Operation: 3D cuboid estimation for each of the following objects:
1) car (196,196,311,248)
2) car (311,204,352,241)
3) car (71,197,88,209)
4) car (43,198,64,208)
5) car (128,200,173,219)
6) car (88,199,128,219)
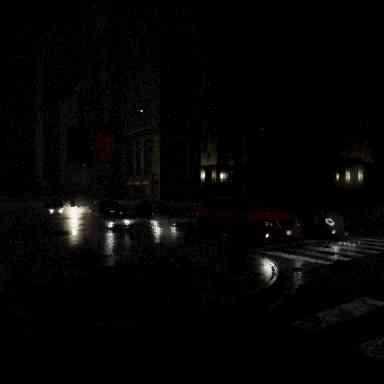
[{"bbox_3d":[2.327,1.220,15.273,2.150,2.045,5.566,0,0,-31],"label":"car"},{"bbox_3d":[5.666,1.344,17.005,2.097,1.767,4.553,0,0,-39],"label":"car"},{"bbox_3d":[-15.385,1.465,46.392,1.882,1.535,5.008,0,0,-35],"label":"car"},{"bbox_3d":[-19.419,1.562,46.497,1.994,1.385,4.181,0,0,-35],"label":"car"},{"bbox_3d":[-3.516,1.462,29.514,1.882,1.535,5.008,0,0,-35],"label":"car"},{"bbox_3d":[-7.200,1.494,29.090,1.837,1.490,4.892,0,0,-35],"label":"car"}]
